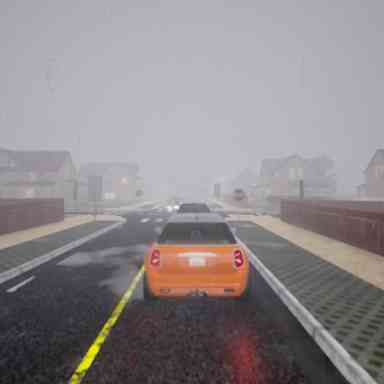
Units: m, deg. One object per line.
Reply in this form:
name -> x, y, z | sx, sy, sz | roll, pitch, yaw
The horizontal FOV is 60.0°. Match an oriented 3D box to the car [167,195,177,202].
car -> -2.835, 1.270, 51.803 | 2.128, 1.511, 4.902 | 0, 0, 0

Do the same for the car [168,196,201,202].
car -> 0.096, 1.251, 17.224 | 2.097, 1.767, 4.553 | 0, 0, 0

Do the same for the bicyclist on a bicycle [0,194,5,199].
bicyclist on a bicycle -> -20.161, 1.001, 35.084 | 0.582, 1.620, 1.656 | 0, 1, 0

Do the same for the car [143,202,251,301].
car -> 0.099, 1.303, 8.340 | 2.097, 1.767, 4.553 | 0, 0, 0

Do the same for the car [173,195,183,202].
car -> -2.766, 1.368, 68.392 | 1.895, 1.301, 4.718 | 0, 0, 0
